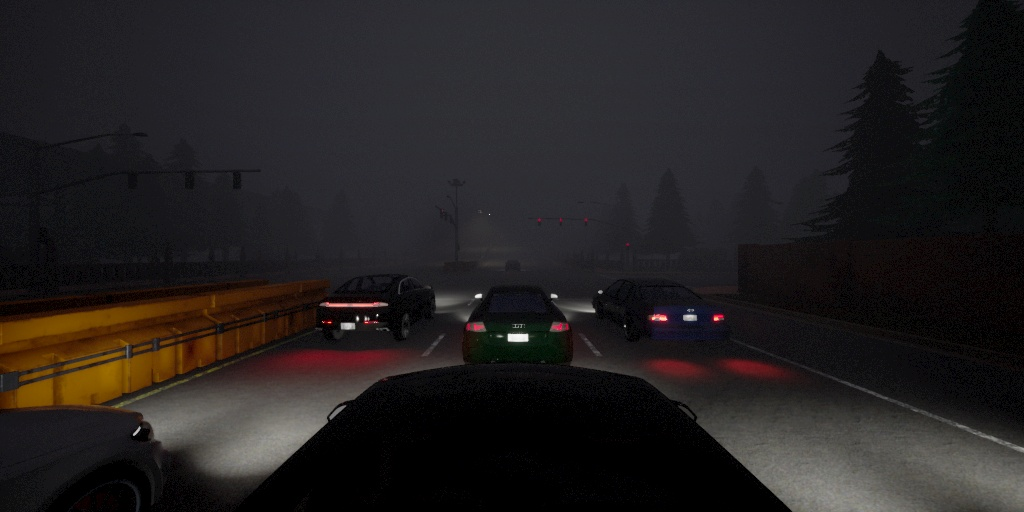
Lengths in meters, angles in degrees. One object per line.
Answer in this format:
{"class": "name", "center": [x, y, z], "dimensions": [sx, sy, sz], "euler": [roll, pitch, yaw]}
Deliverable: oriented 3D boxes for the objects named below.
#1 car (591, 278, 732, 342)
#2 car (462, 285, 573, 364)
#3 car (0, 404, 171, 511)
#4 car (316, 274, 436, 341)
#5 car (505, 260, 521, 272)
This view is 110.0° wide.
{"class": "car", "center": [3.600, 1.297, 9.763], "dimensions": [2.033, 1.411, 5.357], "euler": [0, 0, 0]}
{"class": "car", "center": [0.099, 1.314, 7.906], "dimensions": [1.994, 1.385, 4.181], "euler": [0, 0, 0]}
{"class": "car", "center": [-3.403, 1.276, 0.621], "dimensions": [1.812, 1.442, 4.674], "euler": [0, 0, 0]}
{"class": "car", "center": [-3.399, 1.241, 9.857], "dimensions": [2.128, 1.511, 4.902], "euler": [0, 0, 0]}
{"class": "car", "center": [0.101, 1.228, 46.048], "dimensions": [1.882, 1.535, 5.008], "euler": [0, 0, 0]}
